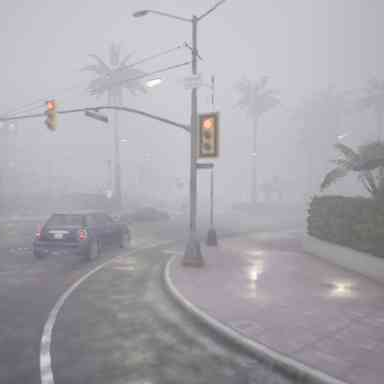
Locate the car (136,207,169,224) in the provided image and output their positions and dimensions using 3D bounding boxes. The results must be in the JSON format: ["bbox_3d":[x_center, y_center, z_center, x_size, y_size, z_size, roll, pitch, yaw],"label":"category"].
[{"bbox_3d":[-4.271,1.904,27.096,2.033,1.411,5.357,0,-1,42],"label":"car"}]

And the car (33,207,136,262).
[{"bbox_3d":[-4.086,1.510,13.149,2.097,1.767,4.553,1,-1,9],"label":"car"}]
